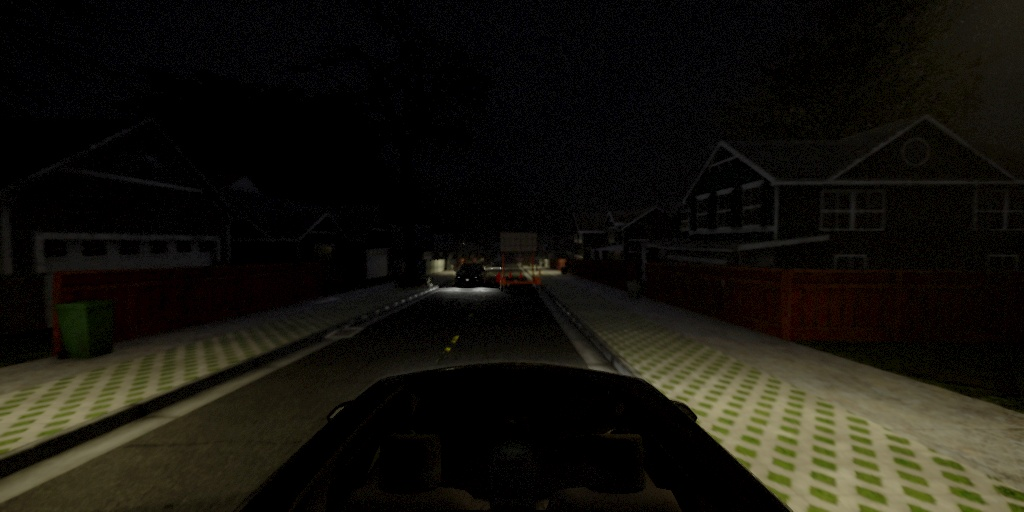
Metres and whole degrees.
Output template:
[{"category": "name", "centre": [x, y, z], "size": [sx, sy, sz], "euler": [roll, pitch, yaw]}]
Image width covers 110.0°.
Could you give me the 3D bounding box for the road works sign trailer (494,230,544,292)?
[{"category": "road works sign trailer", "centre": [0.363, 0.233, 21.444], "size": [2.380, 3.560, 2.880], "euler": [0, 0, -7]}]

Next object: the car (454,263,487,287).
[{"category": "car", "centre": [-2.843, 1.278, 25.173], "size": [1.837, 1.490, 4.892], "euler": [0, 0, 0]}]
